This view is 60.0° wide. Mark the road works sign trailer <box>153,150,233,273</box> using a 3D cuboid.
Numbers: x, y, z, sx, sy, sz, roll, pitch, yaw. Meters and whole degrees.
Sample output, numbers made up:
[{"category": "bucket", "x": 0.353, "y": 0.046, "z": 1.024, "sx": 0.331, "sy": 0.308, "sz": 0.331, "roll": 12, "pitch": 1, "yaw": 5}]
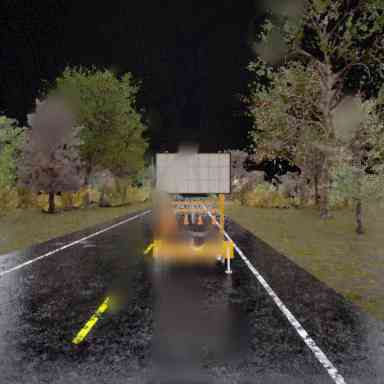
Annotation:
[{"category": "road works sign trailer", "x": 0.036, "y": 0.469, "z": 10.689, "sx": 2.380, "sy": 3.560, "sz": 2.880, "roll": 0, "pitch": 0, "yaw": 0}]

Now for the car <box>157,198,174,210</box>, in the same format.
[{"category": "car", "x": -3.469, "y": 1.581, "z": 43.436, "sx": 1.812, "sy": 1.442, "sz": 4.674, "roll": 0, "pitch": 0, "yaw": 0}]

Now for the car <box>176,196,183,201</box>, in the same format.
[{"category": "car", "x": -3.234, "y": 1.749, "z": 88.255, "sx": 2.033, "sy": 1.411, "sz": 5.357, "roll": 0, "pitch": 0, "yaw": 0}]
